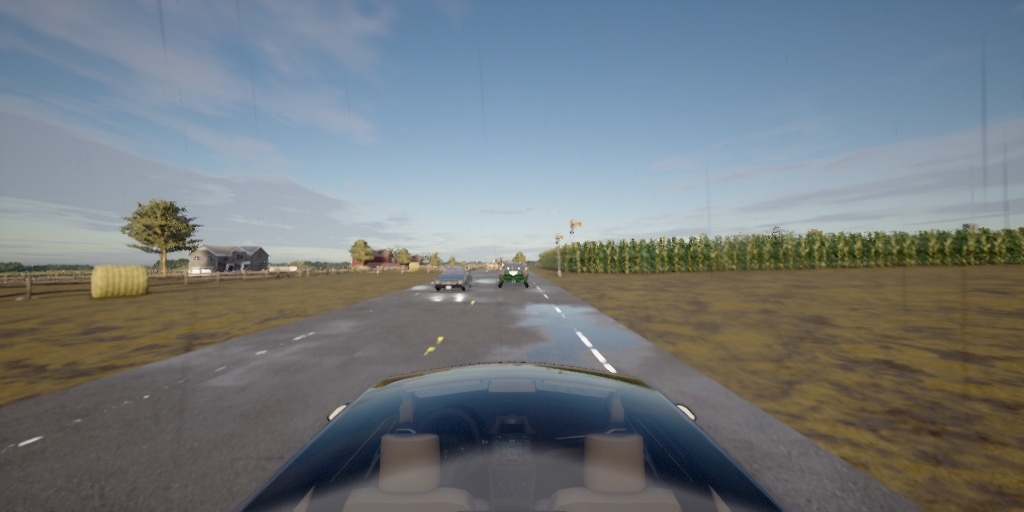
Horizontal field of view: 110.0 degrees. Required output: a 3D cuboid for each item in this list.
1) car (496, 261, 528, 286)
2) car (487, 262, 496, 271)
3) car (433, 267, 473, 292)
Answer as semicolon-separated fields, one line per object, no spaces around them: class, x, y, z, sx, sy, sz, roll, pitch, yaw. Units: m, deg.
car;0.108;1.258;26.799;2.097;1.767;4.553;0;-1;0
car;-3.500;1.857;65.000;1.882;1.535;5.008;0;-1;1
car;-3.593;1.421;22.967;2.033;1.411;5.357;0;0;0
